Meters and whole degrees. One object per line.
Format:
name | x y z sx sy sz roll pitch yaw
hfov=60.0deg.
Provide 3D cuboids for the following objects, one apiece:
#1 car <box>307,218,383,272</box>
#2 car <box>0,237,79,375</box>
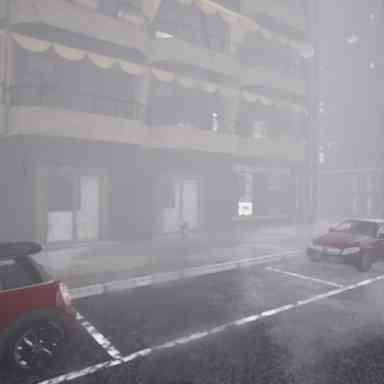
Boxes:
car | 5.411 1.516 10.475 4.206 1.307 1.802 0 1 -35
car | -3.629 1.443 3.965 4.097 1.590 1.967 0 1 -35
